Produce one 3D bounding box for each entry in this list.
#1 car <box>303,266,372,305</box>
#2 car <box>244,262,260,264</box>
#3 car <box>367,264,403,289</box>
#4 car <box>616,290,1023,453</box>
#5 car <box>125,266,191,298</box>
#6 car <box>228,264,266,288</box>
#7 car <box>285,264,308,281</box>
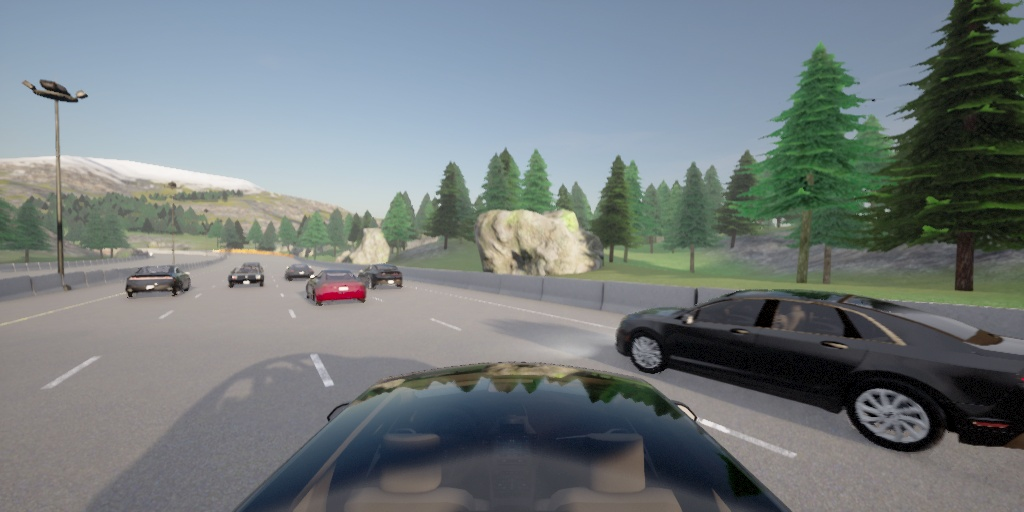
[{"bbox_3d":[-7.971,1.302,16.151,1.994,1.385,4.181,0,0,-35],"label":"car"},{"bbox_3d":[-25.600,1.370,35.308,1.837,1.490,4.892,0,-1,-35],"label":"car"},{"bbox_3d":[-8.491,1.263,23.014,1.837,1.490,4.892,0,0,-35],"label":"car"},{"bbox_3d":[3.839,1.248,5.337,1.837,1.490,4.892,0,0,-35],"label":"car"},{"bbox_3d":[-18.277,1.265,18.690,2.128,1.511,4.902,0,0,-35],"label":"car"},{"bbox_3d":[-18.091,1.398,24.543,1.895,1.301,4.718,0,0,-35],"label":"car"},{"bbox_3d":[-18.660,1.391,31.475,1.994,1.385,4.181,0,0,-35],"label":"car"}]
